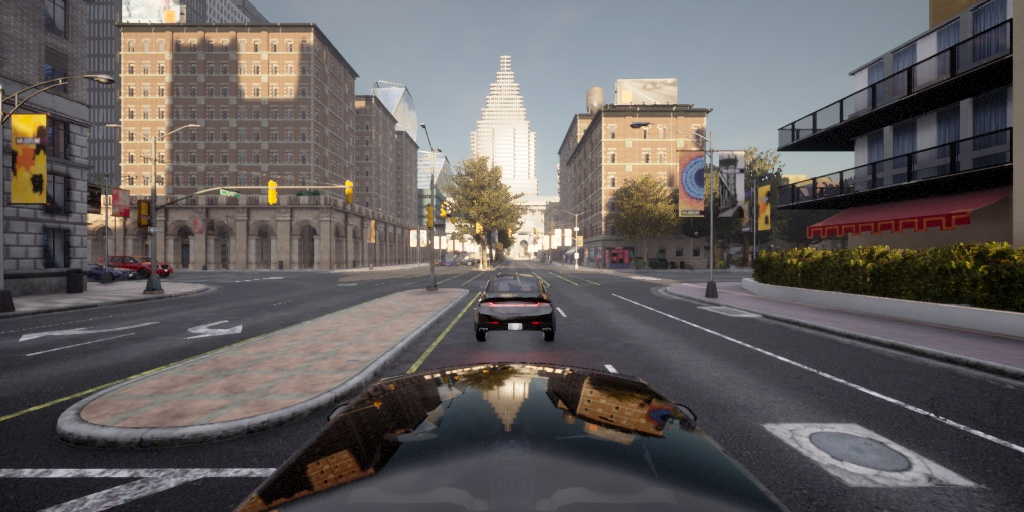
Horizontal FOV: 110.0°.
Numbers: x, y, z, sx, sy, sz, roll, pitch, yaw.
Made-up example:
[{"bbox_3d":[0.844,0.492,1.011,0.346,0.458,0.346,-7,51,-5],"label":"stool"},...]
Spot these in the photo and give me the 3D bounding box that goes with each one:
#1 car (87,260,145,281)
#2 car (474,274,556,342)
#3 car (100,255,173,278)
[{"bbox_3d":[-33.439,1.276,29.249,4.674,1.442,1.812,0,0,0],"label":"car"},{"bbox_3d":[0.080,1.242,9.827,2.128,1.511,4.902,0,0,0],"label":"car"},{"bbox_3d":[-34.439,0.971,32.738,5.566,2.045,2.150,0,0,-2],"label":"car"}]
